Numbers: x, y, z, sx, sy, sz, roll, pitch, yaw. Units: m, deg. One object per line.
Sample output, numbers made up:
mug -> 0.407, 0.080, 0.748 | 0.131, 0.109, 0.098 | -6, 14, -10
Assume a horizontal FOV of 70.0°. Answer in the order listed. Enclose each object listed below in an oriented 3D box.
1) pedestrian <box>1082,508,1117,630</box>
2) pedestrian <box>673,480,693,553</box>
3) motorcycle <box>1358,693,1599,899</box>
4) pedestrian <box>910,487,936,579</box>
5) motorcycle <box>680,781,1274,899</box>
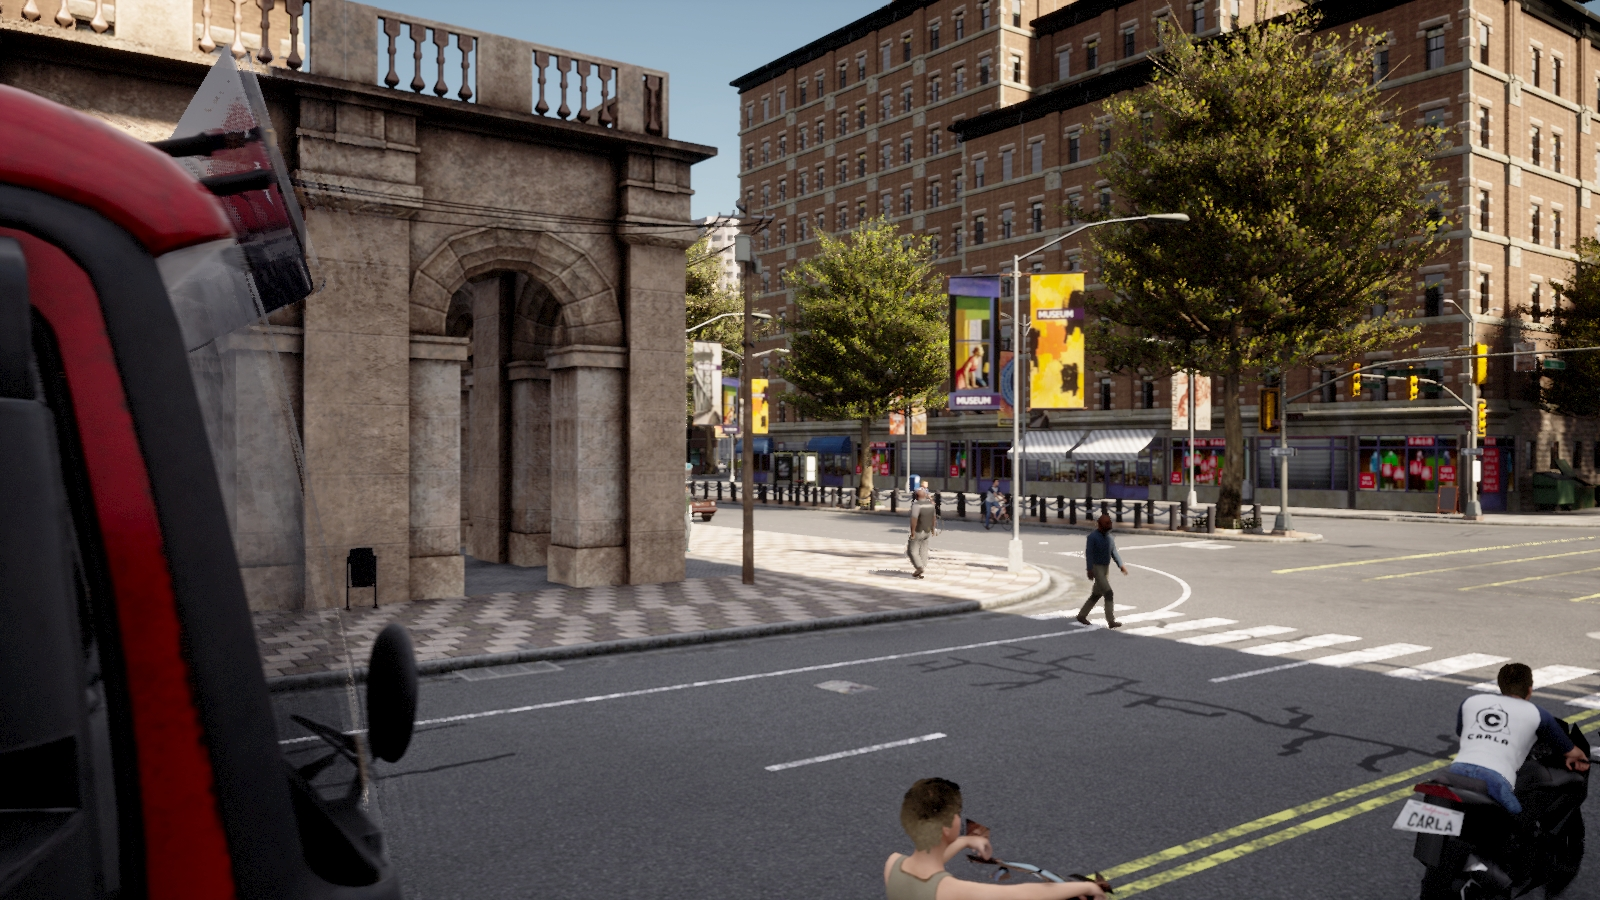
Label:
pedestrian -> 4.700, 1.856, 17.930 | 0.375, 1.860, 0.375 | 0, 0, -34
pedestrian -> -3.032, 1.704, 29.598 | 0.375, 1.860, 0.375 | 0, 0, -36
motorcycle -> 4.260, 2.217, 6.825 | 2.033, 1.145, 0.803 | 0, 0, -36
pedestrian -> 2.537, 1.705, 23.544 | 0.375, 1.860, 0.375 | 0, 0, -33
motorcycle -> 0.764, 2.172, 4.306 | 2.356, 1.277, 0.764 | 0, 0, -36
